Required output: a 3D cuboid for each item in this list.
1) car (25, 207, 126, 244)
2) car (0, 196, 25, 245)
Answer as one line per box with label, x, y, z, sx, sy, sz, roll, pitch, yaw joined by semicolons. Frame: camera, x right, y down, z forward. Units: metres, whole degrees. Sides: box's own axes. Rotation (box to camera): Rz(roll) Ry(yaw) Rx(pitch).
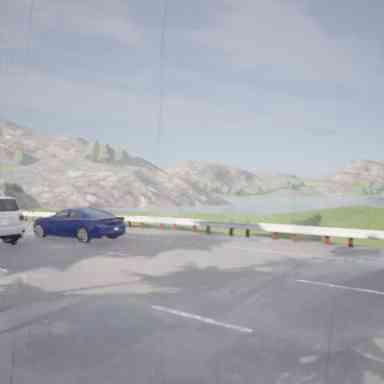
car;-5.368;1.440;15.653;5.008;1.535;1.882;0;0;32
car;-9.431;1.186;14.028;5.566;2.045;2.150;0;0;30
